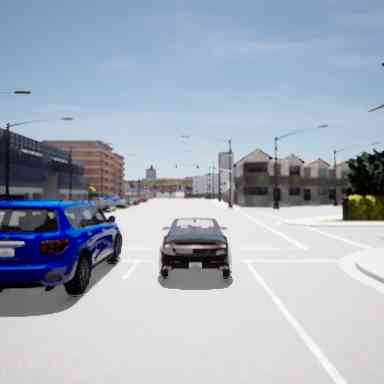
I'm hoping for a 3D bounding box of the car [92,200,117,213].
[{"bbox_3d":[-10.604,1.732,40.699,1.837,1.490,4.892,0,0,0],"label":"car"}]

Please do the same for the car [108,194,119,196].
[{"bbox_3d":[-14.059,1.399,57.972,2.150,2.045,5.566,0,1,0],"label":"car"}]

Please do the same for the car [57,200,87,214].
[{"bbox_3d":[-14.115,1.724,39.351,1.837,1.490,4.892,0,0,-1],"label":"car"}]

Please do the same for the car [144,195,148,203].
[{"bbox_3d":[-10.514,1.446,70.628,1.882,1.535,5.008,0,1,0],"label":"car"}]

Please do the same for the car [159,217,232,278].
[{"bbox_3d":[0.088,1.506,10.160,2.128,1.511,4.902,0,0,0],"label":"car"}]

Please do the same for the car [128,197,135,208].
[{"bbox_3d":[-10.594,1.789,50.435,2.033,1.411,5.357,0,0,0],"label":"car"}]

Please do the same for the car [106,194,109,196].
[{"bbox_3d":[-14.095,1.606,48.548,2.097,1.767,4.553,0,0,0],"label":"car"}]

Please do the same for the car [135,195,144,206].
[{"bbox_3d":[-10.532,1.639,60.174,2.128,1.511,4.902,0,1,0],"label":"car"}]

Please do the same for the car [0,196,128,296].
[{"bbox_3d":[-3.411,1.228,8.796,2.150,2.045,5.566,0,-1,0],"label":"car"}]
